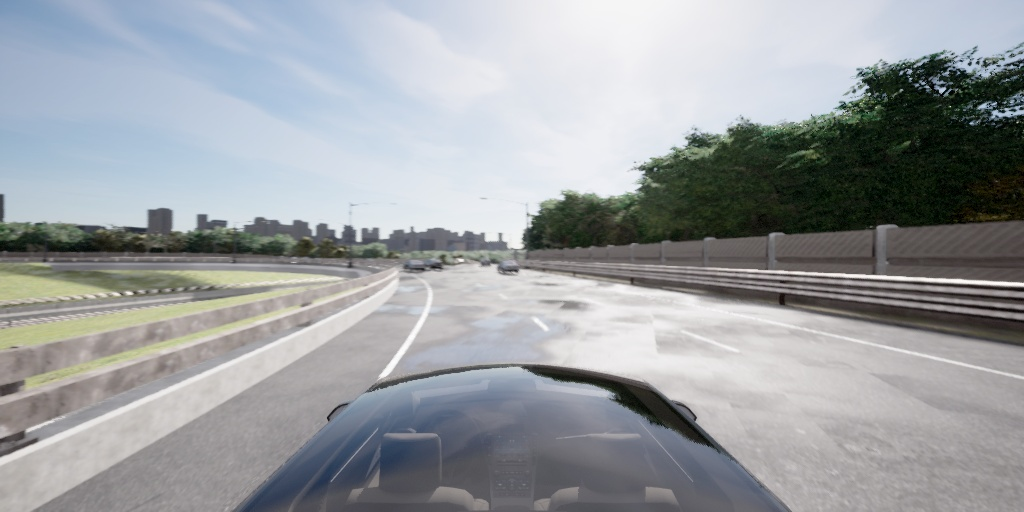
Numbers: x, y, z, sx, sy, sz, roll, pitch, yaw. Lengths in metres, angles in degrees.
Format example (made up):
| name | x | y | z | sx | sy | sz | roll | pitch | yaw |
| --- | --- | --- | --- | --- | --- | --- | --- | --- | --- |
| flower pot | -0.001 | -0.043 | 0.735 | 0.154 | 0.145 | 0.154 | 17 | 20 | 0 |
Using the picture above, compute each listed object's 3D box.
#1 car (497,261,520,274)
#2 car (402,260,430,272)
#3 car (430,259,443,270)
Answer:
| name | x | y | z | sx | sy | sz | roll | pitch | yaw |
| --- | --- | --- | --- | --- | --- | --- | --- | --- | --- |
| car | -0.476 | 1.274 | 40.691 | 2.033 | 1.411 | 5.357 | 0 | 0 | -12 |
| car | -12.365 | 1.251 | 45.111 | 2.033 | 1.411 | 5.357 | 0 | 0 | -30 |
| car | -11.039 | 1.207 | 49.569 | 1.837 | 1.490 | 4.892 | 1 | 0 | -31 |
